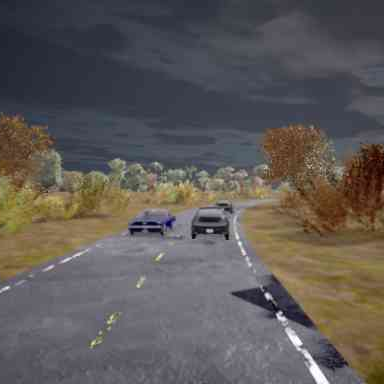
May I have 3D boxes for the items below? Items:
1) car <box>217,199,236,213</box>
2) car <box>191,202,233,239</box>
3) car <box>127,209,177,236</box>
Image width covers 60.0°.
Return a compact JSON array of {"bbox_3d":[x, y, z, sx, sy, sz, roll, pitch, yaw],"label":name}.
[{"bbox_3d":[3.482,1.531,35.412,1.837,1.490,4.892,0,0,10],"label":"car"},{"bbox_3d":[1.024,1.524,17.532,1.837,1.490,4.892,0,0,5],"label":"car"},{"bbox_3d":[-2.105,1.615,18.560,1.895,1.301,4.718,0,0,6],"label":"car"}]
